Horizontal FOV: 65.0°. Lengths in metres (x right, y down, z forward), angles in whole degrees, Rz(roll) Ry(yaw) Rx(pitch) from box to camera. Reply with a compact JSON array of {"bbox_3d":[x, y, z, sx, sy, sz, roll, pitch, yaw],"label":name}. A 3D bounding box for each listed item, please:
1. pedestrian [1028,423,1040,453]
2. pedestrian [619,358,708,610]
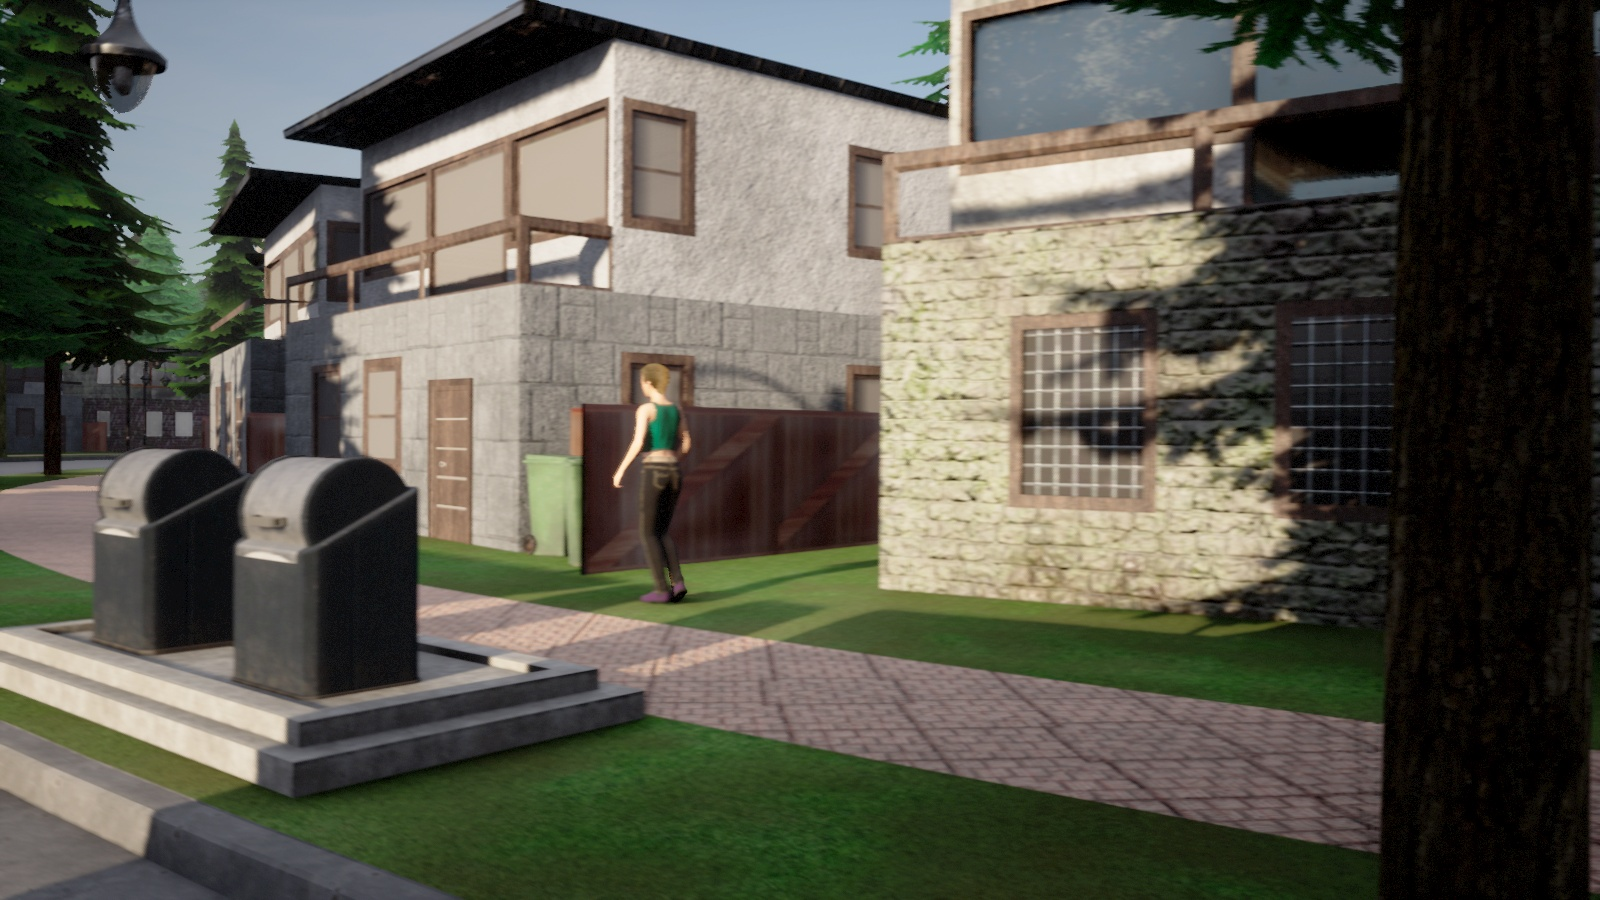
[{"bbox_3d":[14.385,-0.758,77.257,0.634,1.846,0.331,0,1,29],"label":"pedestrian"},{"bbox_3d":[-1.035,0.244,9.490,0.594,1.836,0.345,0,1,44],"label":"pedestrian"}]
